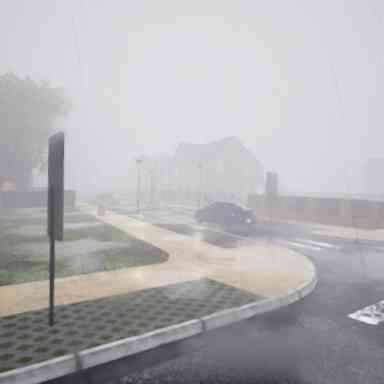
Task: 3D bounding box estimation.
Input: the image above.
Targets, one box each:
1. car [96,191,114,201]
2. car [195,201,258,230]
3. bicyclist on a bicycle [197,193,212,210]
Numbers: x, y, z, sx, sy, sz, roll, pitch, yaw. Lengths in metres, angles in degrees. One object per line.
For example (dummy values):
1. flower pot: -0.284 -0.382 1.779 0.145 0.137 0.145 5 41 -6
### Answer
1. car: -12.691 0.543 48.220 1.994 1.385 4.181 1 1 -27
2. car: 1.843 1.234 18.971 1.812 1.442 4.674 1 1 -27
3. bicyclist on a bicycle: 1.146 0.881 26.837 1.656 1.620 0.582 0 1 -26
